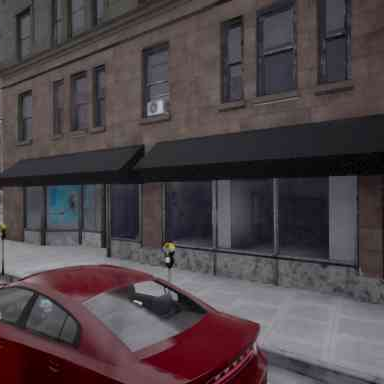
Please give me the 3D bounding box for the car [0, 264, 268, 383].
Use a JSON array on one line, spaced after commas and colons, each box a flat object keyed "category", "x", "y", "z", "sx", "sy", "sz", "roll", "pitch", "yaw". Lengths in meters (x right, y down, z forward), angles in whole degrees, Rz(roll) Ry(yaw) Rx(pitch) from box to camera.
[{"category": "car", "x": -1.396, "y": 1.545, "z": 3.861, "sx": 4.507, "sy": 1.381, "sz": 1.887, "roll": 0, "pitch": 0, "yaw": 36}]
